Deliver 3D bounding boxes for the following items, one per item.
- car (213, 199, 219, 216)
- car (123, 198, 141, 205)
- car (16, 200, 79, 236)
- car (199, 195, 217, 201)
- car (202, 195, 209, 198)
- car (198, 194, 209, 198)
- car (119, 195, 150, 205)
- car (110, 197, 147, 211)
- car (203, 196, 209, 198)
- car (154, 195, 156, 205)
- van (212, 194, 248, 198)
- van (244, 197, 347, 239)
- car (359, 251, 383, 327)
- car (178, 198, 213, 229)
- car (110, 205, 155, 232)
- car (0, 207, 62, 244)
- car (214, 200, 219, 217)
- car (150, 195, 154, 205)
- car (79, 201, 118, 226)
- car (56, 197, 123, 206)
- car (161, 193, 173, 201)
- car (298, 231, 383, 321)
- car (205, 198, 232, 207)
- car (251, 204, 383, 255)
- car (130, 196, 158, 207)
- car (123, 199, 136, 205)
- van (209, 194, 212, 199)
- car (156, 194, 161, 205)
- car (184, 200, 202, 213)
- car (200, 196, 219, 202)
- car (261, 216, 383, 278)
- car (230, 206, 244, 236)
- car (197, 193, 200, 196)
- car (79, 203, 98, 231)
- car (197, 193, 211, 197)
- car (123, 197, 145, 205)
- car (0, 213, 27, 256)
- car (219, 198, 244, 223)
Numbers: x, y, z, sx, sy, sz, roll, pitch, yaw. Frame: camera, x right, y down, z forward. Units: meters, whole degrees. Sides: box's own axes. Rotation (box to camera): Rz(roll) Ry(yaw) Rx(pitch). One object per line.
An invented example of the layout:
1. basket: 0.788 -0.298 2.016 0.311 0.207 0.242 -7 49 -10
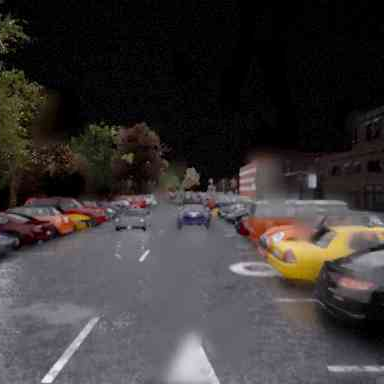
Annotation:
1. car: 4.387 1.663 30.787 5.366 1.575 1.946 0 0 0
2. car: -8.507 1.694 36.359 5.008 1.535 2.097 0 0 0
3. car: -8.490 1.464 16.863 4.553 1.767 2.185 0 0 0
4. car: 4.482 1.751 93.117 5.008 1.535 2.097 0 0 0
5. car: 4.784 1.786 55.835 5.366 1.575 1.946 0 0 0
6. car: 4.406 1.748 81.812 4.792 1.488 2.163 0 0 0
7. car: -8.524 1.469 41.804 5.566 2.045 2.435 0 0 0
8. car: -8.462 1.609 44.713 4.553 1.767 2.185 0 0 0
9. car: 4.566 1.805 53.052 4.792 1.488 2.163 0 0 0
10. car: -8.516 1.648 52.943 4.553 1.767 2.185 0 0 0
11. van: 4.695 1.469 36.355 4.442 1.987 1.878 0 0 0
12. van: 4.672 1.347 14.025 4.442 1.987 1.878 0 0 0
13. car: 4.549 1.501 2.953 5.008 1.535 2.097 0 0 0
14. car: 0.124 1.496 22.963 2.097 1.767 4.553 0 0 0
15. car: -3.578 1.735 21.217 1.895 1.301 4.718 0 0 0
16. car: -8.520 1.572 14.078 5.008 1.535 2.097 0 0 0
17. car: 4.563 1.653 28.004 4.892 1.521 2.231 0 0 0
18. car: -8.519 1.635 50.158 4.553 1.767 2.185 0 0 0
19. car: -8.520 1.638 25.218 4.892 1.521 2.231 0 0 0
20. car: -8.542 1.526 28.004 4.553 1.767 2.185 0 0 0
21. car: -8.092 1.608 87.476 4.553 1.767 2.185 0 0 0
22. car: 4.544 1.561 5.737 4.674 1.452 2.002 0 0 0
23. car: 4.586 1.841 58.477 4.674 1.452 2.002 -1 0 0
24. car: 4.583 1.430 11.304 4.553 1.767 2.185 0 0 0
25. car: -8.447 1.676 58.638 4.553 1.767 2.185 0 0 0
26. car: -8.475 1.710 33.572 4.792 1.488 2.163 0 0 0
27. van: 4.700 1.495 41.796 4.442 1.987 1.878 0 0 0
28. car: -8.510 1.537 55.854 5.566 2.045 2.435 0 0 0
29. car: 0.143 1.786 41.363 2.033 1.411 5.357 0 0 0
30. car: 4.443 1.767 84.639 4.674 1.452 2.002 0 0 0
31. car: 4.734 1.535 8.520 5.366 1.575 1.946 0 0 0
32. car: 4.587 1.620 16.870 4.792 1.488 2.163 0 0 0
33. car: 4.281 1.740 90.291 5.366 1.575 1.946 0 0 0
34. car: -8.524 1.605 19.647 5.008 1.535 2.097 0 0 0
35. car: 4.453 1.775 87.465 4.674 1.452 2.002 0 0 0
36. car: -8.684 1.704 39.018 5.366 1.575 1.946 0 0 0
37. car: -8.531 1.595 11.293 4.674 1.452 2.002 0 0 0
38. car: 4.598 1.512 25.220 4.553 1.767 2.185 0 0 0
